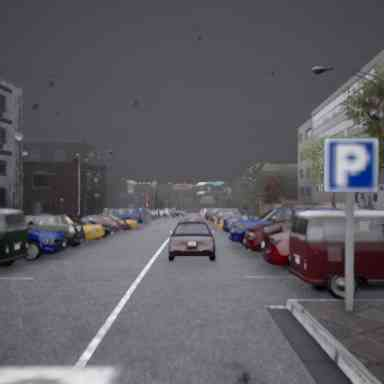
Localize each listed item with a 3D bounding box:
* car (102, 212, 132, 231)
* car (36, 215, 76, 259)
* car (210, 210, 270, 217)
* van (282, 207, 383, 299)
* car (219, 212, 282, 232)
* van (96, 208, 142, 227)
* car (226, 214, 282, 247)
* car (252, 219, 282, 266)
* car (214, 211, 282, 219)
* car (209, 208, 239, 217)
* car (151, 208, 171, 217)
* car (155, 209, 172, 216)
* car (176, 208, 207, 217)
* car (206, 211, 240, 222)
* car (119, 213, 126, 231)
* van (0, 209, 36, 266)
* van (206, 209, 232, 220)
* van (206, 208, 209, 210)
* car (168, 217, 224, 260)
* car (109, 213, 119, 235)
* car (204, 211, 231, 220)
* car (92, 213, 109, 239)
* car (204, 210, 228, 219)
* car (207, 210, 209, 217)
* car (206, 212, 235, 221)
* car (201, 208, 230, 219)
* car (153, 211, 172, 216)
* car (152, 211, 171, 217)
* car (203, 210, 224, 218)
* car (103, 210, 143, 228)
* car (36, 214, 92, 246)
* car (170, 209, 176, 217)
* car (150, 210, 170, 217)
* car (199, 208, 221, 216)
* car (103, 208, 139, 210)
[{"bbox_3d":[-7.679,2.600,27.419,4.674,1.452,2.002,0,-3,0],"label":"car"},{"bbox_3d":[-7.686,1.858,13.483,5.008,1.535,2.097,0,-2,0],"label":"car"},{"bbox_3d":[4.833,2.853,33.274,5.366,1.575,1.946,0,-3,0],"label":"car"},{"bbox_3d":[4.766,1.427,8.196,4.442,1.987,1.878,0,-2,0],"label":"van"},{"bbox_3d":[4.678,2.462,24.902,4.792,1.488,2.163,0,-3,0],"label":"car"},{"bbox_3d":[-7.799,2.758,35.795,4.442,1.987,1.878,0,-3,0],"label":"van"},{"bbox_3d":[4.619,2.179,19.322,4.792,1.488,2.163,0,-3,0],"label":"car"},{"bbox_3d":[4.679,1.781,10.971,4.792,1.488,2.163,0,-2,0],"label":"car"},{"bbox_3d":[4.834,2.570,27.693,5.366,1.575,1.946,0,-3,0],"label":"car"},{"bbox_3d":[4.615,3.013,38.862,4.553,1.767,2.185,0,-3,0],"label":"car"},{"bbox_3d":[-7.713,4.778,76.185,5.566,2.045,2.435,0,-3,0],"label":"car"},{"bbox_3d":[-7.717,5.647,90.851,4.553,1.767,2.185,0,-3,0],"label":"car"},{"bbox_3d":[0.000,2.516,29.118,2.097,1.767,4.553,0,-3,0],"label":"car"},{"bbox_3d":[4.641,3.710,50.139,5.008,1.535,2.097,0,-3,0],"label":"car"},{"bbox_3d":[-7.679,2.465,24.756,4.674,1.452,2.002,0,-3,0],"label":"car"},{"bbox_3d":[-7.798,1.516,10.720,4.442,1.987,1.878,0,-2,0],"label":"van"},{"bbox_3d":[4.763,3.902,58.395,4.442,1.987,1.878,0,-3,0],"label":"van"},{"bbox_3d":[4.530,3.337,47.235,4.442,1.987,1.878,0,-3,0],"label":"van"},{"bbox_3d":[0.000,1.953,14.007,2.033,1.411,5.357,0,-3,0],"label":"car"},{"bbox_3d":[-7.653,2.313,21.970,4.792,1.488,2.163,0,-3,0],"label":"car"},{"bbox_3d":[4.674,4.299,61.175,4.792,1.488,2.163,0,-3,0],"label":"car"},{"bbox_3d":[-7.867,2.139,19.184,5.366,1.575,1.946,0,-3,0],"label":"car"},{"bbox_3d":[4.615,4.285,63.970,4.553,1.767,2.185,0,-3,0],"label":"car"},{"bbox_3d":[4.641,3.281,41.643,4.892,1.521,2.231,0,-3,0],"label":"car"},{"bbox_3d":[4.644,4.027,55.592,4.674,1.452,2.002,0,-3,0],"label":"car"},{"bbox_3d":[4.673,4.301,66.768,5.566,2.045,2.435,0,-3,0],"label":"car"},{"bbox_3d":[-7.715,5.653,87.909,4.792,1.488,2.163,0,-3,0],"label":"car"},{"bbox_3d":[-7.683,5.515,84.973,4.674,1.452,2.002,0,-3,0],"label":"car"},{"bbox_3d":[4.677,4.709,72.340,4.553,1.767,2.185,0,-3,0],"label":"car"},{"bbox_3d":[-7.497,2.704,30.334,5.366,1.575,1.946,0,-3,0],"label":"car"},{"bbox_3d":[-7.650,1.869,16.275,4.553,1.767,2.185,0,-3,0],"label":"car"},{"bbox_3d":[-3.005,4.780,69.842,1.994,1.385,4.181,0,-3,0],"label":"car"},{"bbox_3d":[-7.654,5.046,78.988,4.553,1.767,2.185,0,-3,0],"label":"car"},{"bbox_3d":[4.616,5.290,86.297,5.566,2.045,2.435,0,-3,0],"label":"car"},{"bbox_3d":[-7.711,2.591,33.009,5.566,2.045,2.435,0,-3,0],"label":"car"}]
